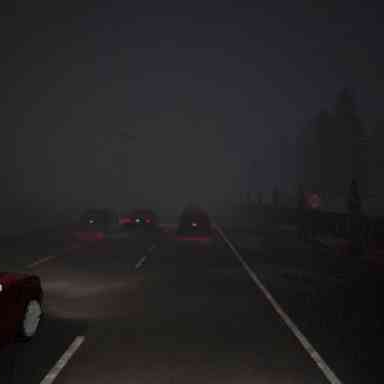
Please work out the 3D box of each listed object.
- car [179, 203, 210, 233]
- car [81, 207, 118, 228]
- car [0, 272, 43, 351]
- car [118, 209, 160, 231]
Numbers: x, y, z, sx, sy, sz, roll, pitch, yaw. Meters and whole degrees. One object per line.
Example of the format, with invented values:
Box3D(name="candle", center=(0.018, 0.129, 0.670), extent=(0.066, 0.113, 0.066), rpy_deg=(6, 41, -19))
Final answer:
Box3D(name="car", center=(0.157, 1.765, 21.718), extent=(1.882, 1.535, 5.008), rpy_deg=(0, -1, 0))
Box3D(name="car", center=(-6.823, 1.835, 25.079), extent=(2.128, 1.511, 4.902), rpy_deg=(0, -1, 0))
Box3D(name="car", center=(-3.420, 1.532, 3.588), extent=(1.882, 1.535, 5.008), rpy_deg=(0, -1, 0))
Box3D(name="car", center=(-3.337, 1.857, 22.962), extent=(2.033, 1.411, 5.357), rpy_deg=(0, -1, 0))
